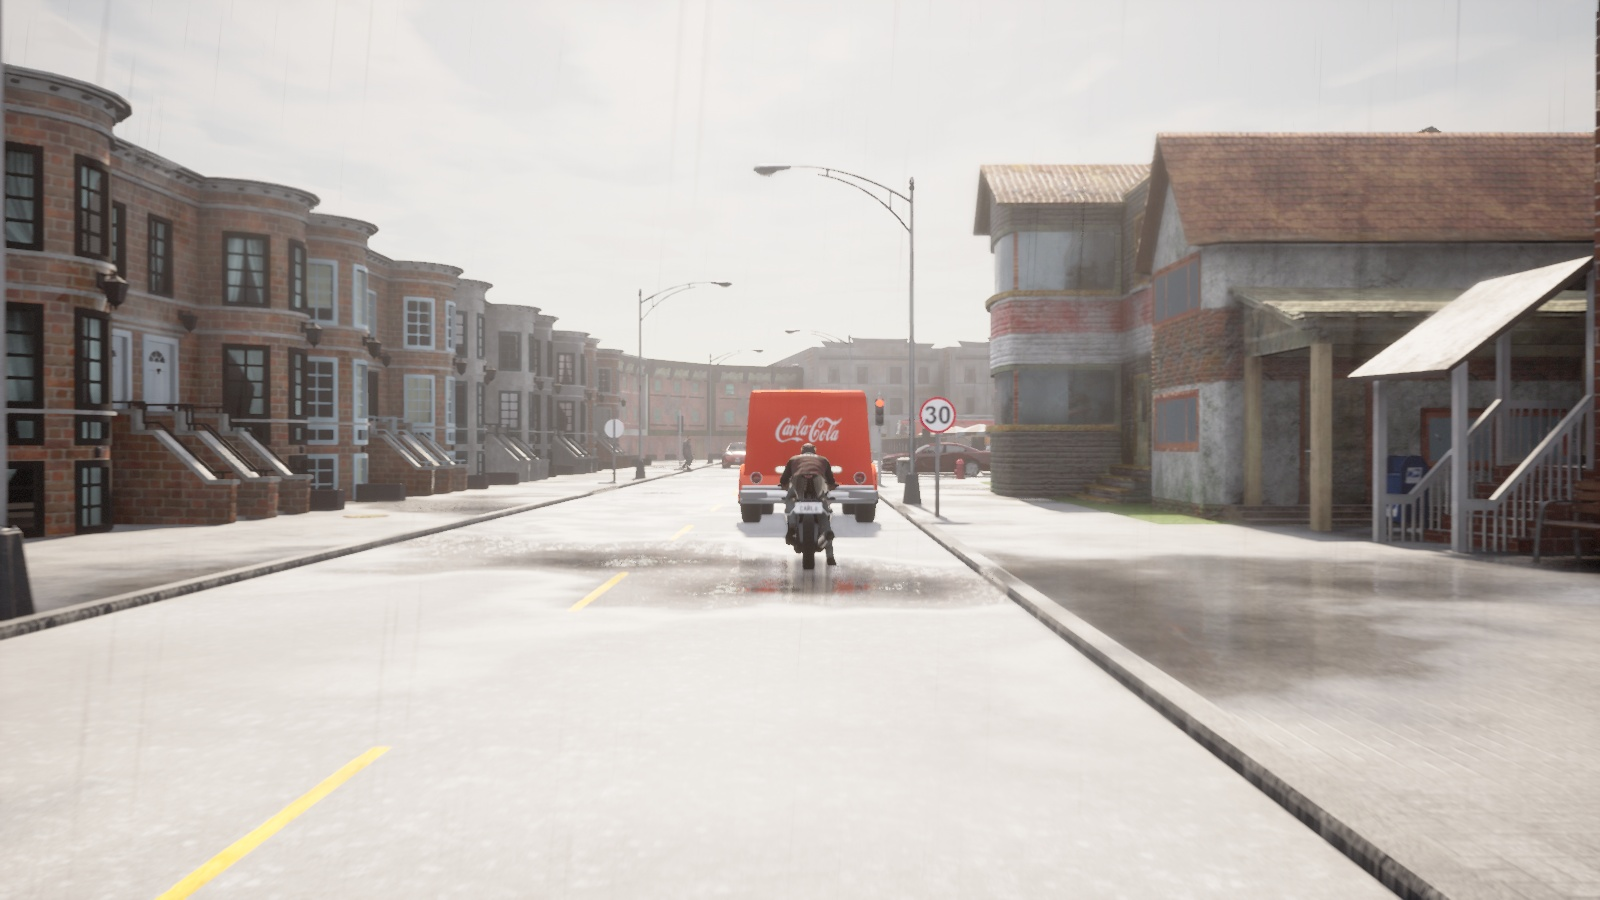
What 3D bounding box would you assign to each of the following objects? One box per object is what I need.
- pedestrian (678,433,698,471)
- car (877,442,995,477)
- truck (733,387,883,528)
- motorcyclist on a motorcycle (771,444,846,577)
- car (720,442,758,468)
[{"bbox_3d":[-5.746,0.096,64.470,0.873,1.952,0.659,0,0,19],"label":"pedestrian"},{"bbox_3d":[5.992,0.415,55.747,5.008,1.535,1.882,0,0,0],"label":"car"},{"bbox_3d":[0.158,0.122,24.546,2.627,2.467,5.204,0,0,0],"label":"truck"},{"bbox_3d":[0.105,0.694,15.583,0.866,1.530,2.191,0,0,0],"label":"motorcyclist on a motorcycle"},{"bbox_3d":[-3.577,0.271,74.353,2.007,1.525,4.514,0,0,1],"label":"car"}]
